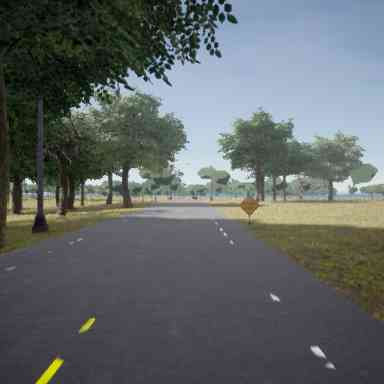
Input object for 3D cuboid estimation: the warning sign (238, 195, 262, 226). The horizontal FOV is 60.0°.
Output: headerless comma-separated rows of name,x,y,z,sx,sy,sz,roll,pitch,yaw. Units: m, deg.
warning sign,3.547,1.116,20.493,1.300,1.860,1.060,0,0,0
